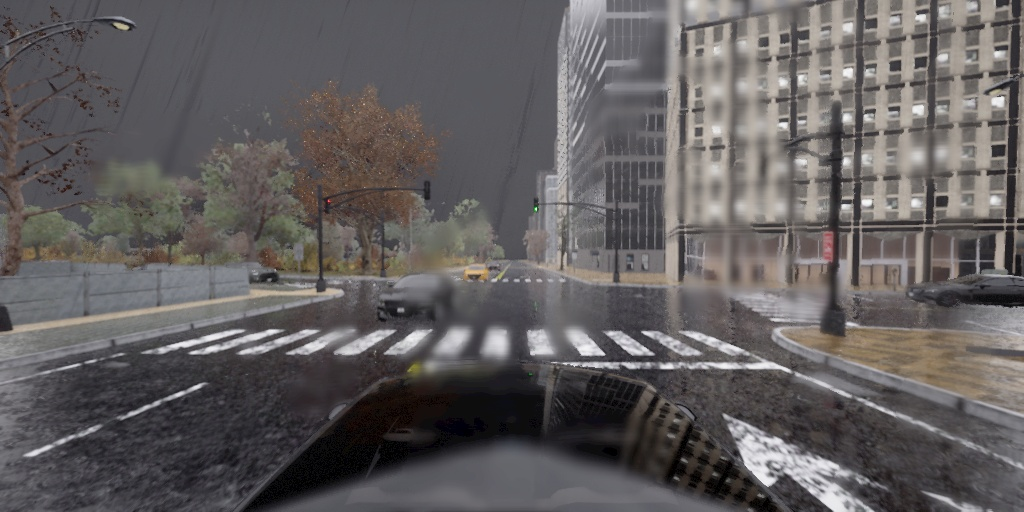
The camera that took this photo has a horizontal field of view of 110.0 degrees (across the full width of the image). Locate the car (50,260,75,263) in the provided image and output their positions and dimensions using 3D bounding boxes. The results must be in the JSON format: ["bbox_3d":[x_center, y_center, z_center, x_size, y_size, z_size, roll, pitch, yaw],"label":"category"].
[{"bbox_3d":[-48.086,1.141,38.256,5.008,1.535,1.882,0,1,22],"label":"car"}]

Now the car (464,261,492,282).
[{"bbox_3d":[-3.072,1.468,31.697,1.882,1.535,5.008,0,0,0],"label":"car"}]

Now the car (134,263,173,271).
[{"bbox_3d":[-31.056,1.309,31.657,5.357,1.411,2.033,0,1,21],"label":"car"}]

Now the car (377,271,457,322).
[{"bbox_3d":[-3.186,1.315,12.880,1.882,1.535,5.008,0,0,0],"label":"car"}]

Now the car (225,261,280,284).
[{"bbox_3d":[-20.085,1.178,27.422,4.553,1.767,2.097,0,1,21],"label":"car"}]

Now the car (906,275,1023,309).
[{"bbox_3d":[20.327,1.530,15.436,4.674,1.442,1.812,0,1,20],"label":"car"}]

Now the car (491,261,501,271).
[{"bbox_3d":[-2.913,1.548,57.869,2.097,1.767,4.553,0,-1,0],"label":"car"}]
